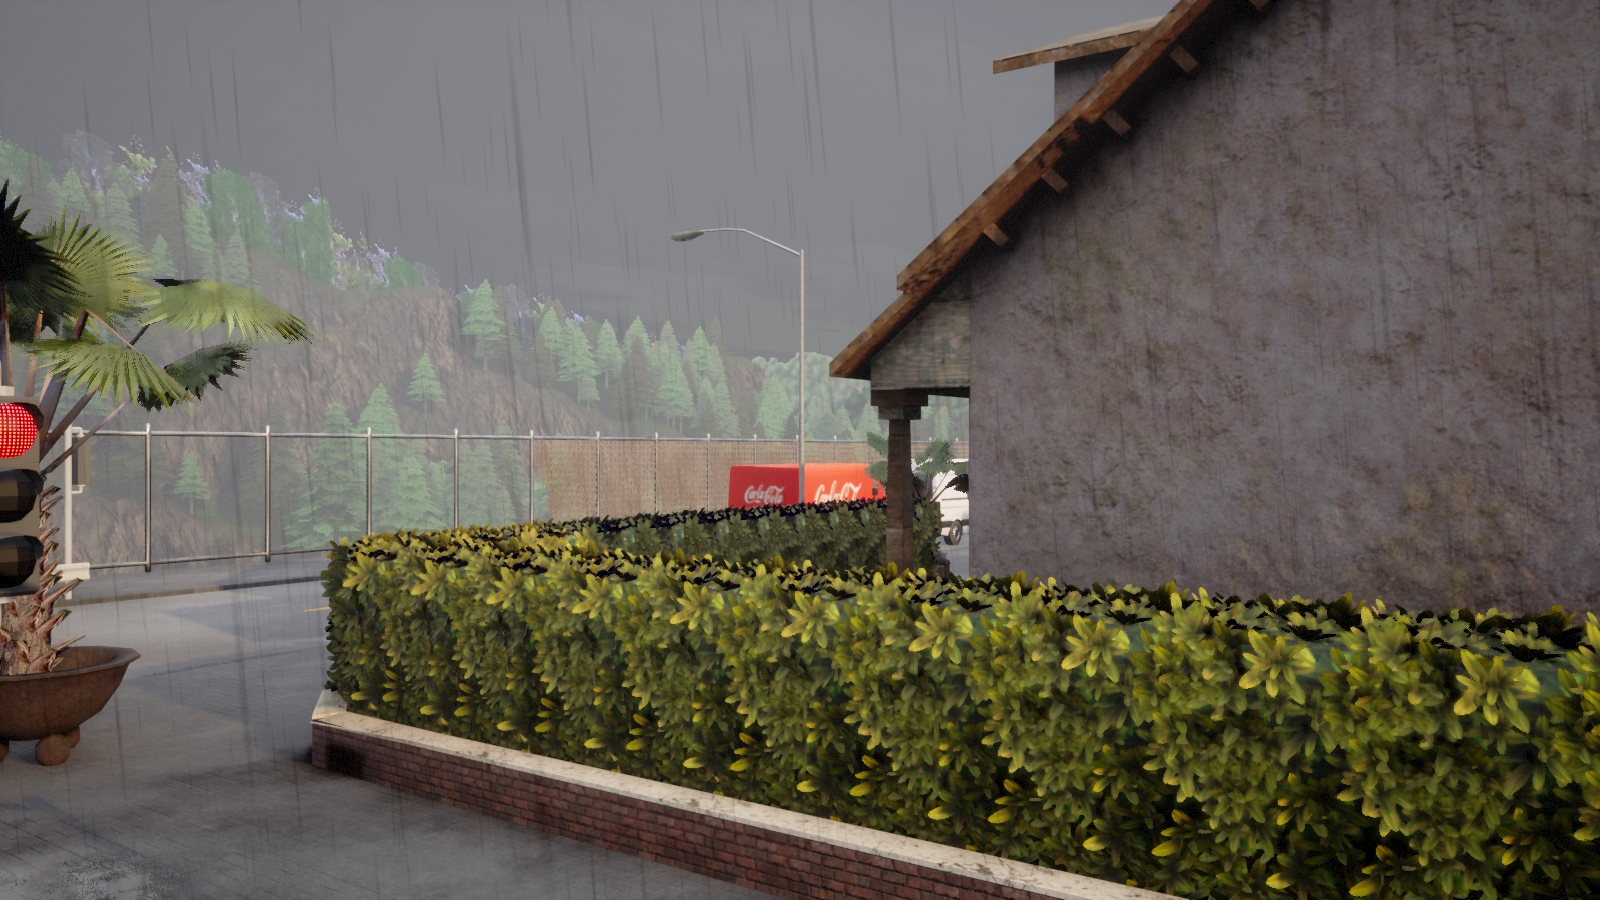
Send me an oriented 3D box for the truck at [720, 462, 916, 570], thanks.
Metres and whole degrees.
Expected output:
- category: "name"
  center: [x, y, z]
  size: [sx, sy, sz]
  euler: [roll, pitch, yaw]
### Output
- category: "truck"
  center: [0.584, 1.568, 29.600]
  size: [2.627, 2.467, 5.204]
  euler: [0, 0, 35]
